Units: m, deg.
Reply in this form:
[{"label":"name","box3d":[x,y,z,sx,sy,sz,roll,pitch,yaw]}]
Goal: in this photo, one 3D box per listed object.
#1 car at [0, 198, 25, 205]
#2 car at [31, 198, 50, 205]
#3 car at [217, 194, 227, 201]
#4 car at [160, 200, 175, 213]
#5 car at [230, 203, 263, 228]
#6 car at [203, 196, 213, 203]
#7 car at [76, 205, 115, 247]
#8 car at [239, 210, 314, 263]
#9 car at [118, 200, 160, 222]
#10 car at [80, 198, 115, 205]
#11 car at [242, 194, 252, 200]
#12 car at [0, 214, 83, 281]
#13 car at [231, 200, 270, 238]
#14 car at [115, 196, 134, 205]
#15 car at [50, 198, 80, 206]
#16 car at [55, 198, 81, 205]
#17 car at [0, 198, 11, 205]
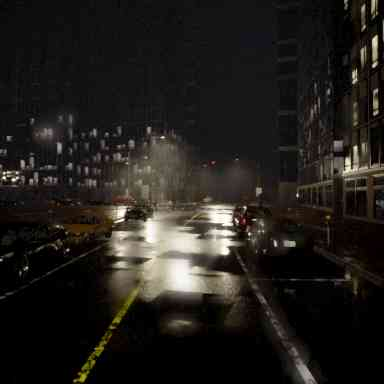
[{"label":"car","box3d":[-31.408,1.767,58.301,4.403,1.369,2.008,0,-1,15]},{"label":"car","box3d":[-29.499,1.893,65.947,4.829,1.417,1.752,0,-1,15]},{"label":"car","box3d":[8.166,1.530,89.895,2.192,1.841,5.009,1,0,16]},{"label":"car","box3d":[-2.983,1.595,37.153,2.008,1.369,4.403,1,0,7]},{"label":"car","box3d":[3.666,1.557,23.212,1.887,1.381,4.507,1,0,5]},{"label":"car","box3d":[3.602,1.675,73.806,1.752,1.417,4.829,1,0,14]},{"label":"car","box3d":[-4.884,1.540,15.297,1.752,1.417,4.829,1,0,3]},{"label":"car","box3d":[2.981,1.571,11.903,1.947,1.339,4.313,1,0,2]},{"label":"car","box3d":[-4.114,1.578,26.396,2.008,1.369,4.403,1,0,5]},{"label":"car","box3d":[-15.232,1.675,53.857,4.313,1.339,1.947,0,-1,15]},{"label":"car","box3d":[12.603,1.440,76.045,2.192,1.841,5.009,1,0,15]},{"label":"car","box3d":[-5.116,1.574,9.973,1.947,1.339,4.313,1,0,2]},{"label":"car","box3d":[3.275,1.449,17.583,1.967,1.590,4.097,1,0,4]},{"label":"car","box3d":[-13.152,1.575,61.461,5.009,1.841,2.192,0,-1,15]},{"label":"car","box3d":[-20.624,1.695,55.338,4.403,1.369,2.008,0,-1,15]},{"label":"car","box3d":[-23.941,1.882,64.420,4.403,1.369,2.008,0,-1,15]},{"label":"car","box3d":[-40.125,1.989,68.866,4.403,1.369,2.008,0,-1,15]}]
